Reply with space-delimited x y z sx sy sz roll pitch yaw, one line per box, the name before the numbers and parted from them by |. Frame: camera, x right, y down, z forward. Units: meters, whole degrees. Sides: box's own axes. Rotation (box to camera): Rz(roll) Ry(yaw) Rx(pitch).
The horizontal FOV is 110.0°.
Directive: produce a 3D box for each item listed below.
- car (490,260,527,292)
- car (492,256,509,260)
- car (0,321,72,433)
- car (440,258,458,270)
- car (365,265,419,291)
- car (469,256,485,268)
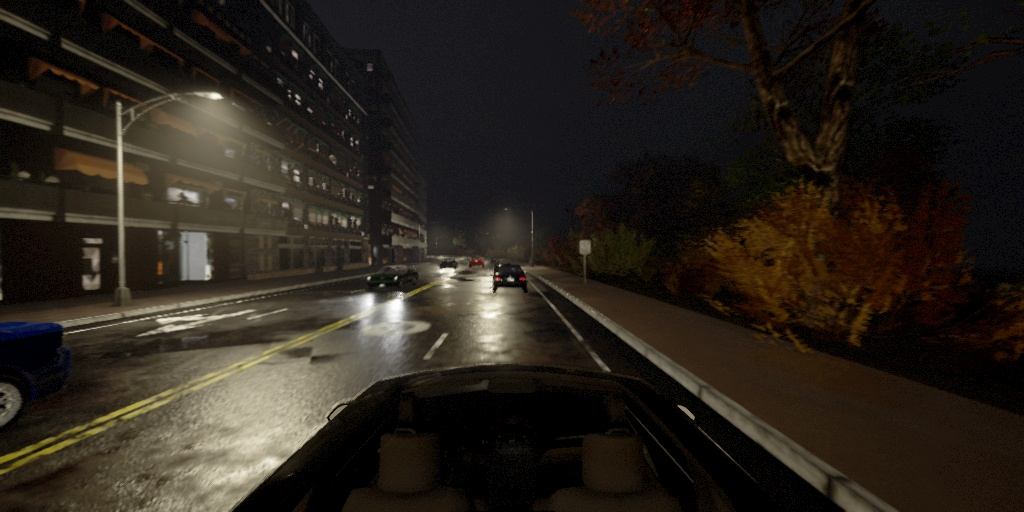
car | -0.156 1.151 19.956 2.033 1.411 5.357 0 1 -2
car | -1.050 1.028 41.396 1.895 1.301 4.718 0 0 -3
car | -6.619 1.245 2.441 1.882 1.535 5.008 0 0 0
car | -7.869 0.988 45.099 1.994 1.385 4.181 0 0 -3
car | -6.876 1.220 21.034 1.895 1.301 4.718 0 0 -2
car | -4.942 0.715 50.711 2.097 1.767 4.553 0 0 -4
